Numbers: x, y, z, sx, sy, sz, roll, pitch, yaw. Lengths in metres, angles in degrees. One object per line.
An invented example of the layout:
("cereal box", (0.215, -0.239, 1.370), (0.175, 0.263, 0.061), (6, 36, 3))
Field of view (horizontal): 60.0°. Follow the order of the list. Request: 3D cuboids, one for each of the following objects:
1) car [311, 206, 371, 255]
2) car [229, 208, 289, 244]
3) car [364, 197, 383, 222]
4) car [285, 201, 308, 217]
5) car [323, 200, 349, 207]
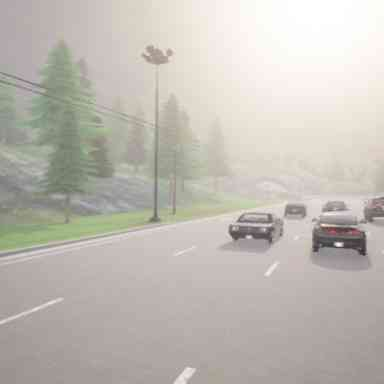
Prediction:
("car", (6.131, 1.585, 13.943), (1.837, 1.490, 4.892), (1, 0, 23))
("car", (3.343, 1.644, 16.329), (1.895, 1.301, 4.718), (1, 0, 23))
("car", (15.900, 1.429, 28.002), (2.150, 2.045, 5.566), (1, 0, 23))
("car", (10.453, 1.616, 33.095), (1.882, 1.535, 5.008), (1, 0, 23))
("car", (12.943, 1.522, 30.002), (2.097, 1.767, 4.553), (1, 0, 23))
